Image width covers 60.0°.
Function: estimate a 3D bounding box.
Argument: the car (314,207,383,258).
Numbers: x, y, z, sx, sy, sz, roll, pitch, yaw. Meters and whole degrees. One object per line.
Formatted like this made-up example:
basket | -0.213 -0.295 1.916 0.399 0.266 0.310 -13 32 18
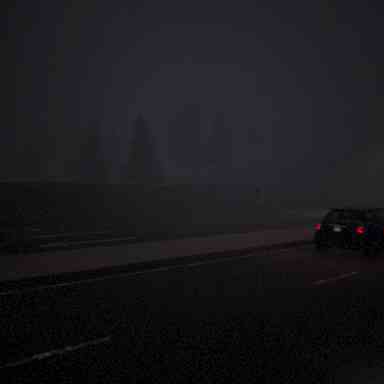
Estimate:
car | 6.837 1.350 12.923 4.553 1.767 2.097 0 0 -36
